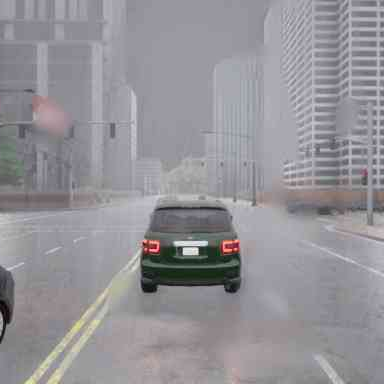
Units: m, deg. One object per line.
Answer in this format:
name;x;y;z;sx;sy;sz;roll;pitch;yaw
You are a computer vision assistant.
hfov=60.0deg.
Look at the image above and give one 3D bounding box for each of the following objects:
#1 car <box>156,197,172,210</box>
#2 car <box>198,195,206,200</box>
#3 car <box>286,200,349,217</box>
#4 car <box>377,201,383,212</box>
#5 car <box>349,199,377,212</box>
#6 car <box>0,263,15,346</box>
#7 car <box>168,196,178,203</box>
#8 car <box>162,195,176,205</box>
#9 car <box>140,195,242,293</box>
car;-3.679;1.477;44.065;1.882;1.535;5.008;0;0;-4
car;2.724;1.500;90.613;1.837;1.490;4.892;0;0;0
car;11.177;1.477;30.351;5.008;1.535;1.882;0;1;6
car;22.129;1.477;33.907;5.008;1.535;1.882;0;0;-1
car;19.460;1.547;37.372;5.357;1.411;2.033;0;0;-1
car;-3.616;1.505;3.180;1.837;1.490;4.892;0;0;-1
car;-4.120;1.540;72.596;2.033;1.411;5.357;0;0;0
car;-4.082;1.352;59.560;2.097;1.767;4.553;0;0;0
car;-0.022;1.221;9.003;2.150;2.045;5.566;0;0;0
